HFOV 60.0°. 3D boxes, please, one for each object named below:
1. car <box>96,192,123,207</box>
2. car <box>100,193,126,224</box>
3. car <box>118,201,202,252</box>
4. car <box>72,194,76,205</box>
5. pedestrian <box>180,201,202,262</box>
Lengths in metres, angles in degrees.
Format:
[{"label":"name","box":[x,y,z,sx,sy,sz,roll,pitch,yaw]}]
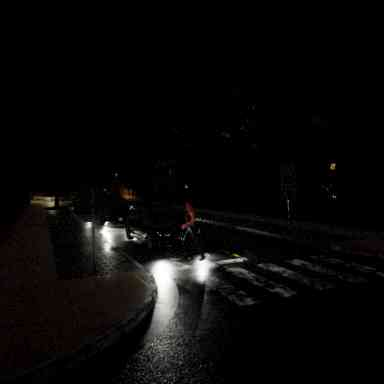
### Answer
[{"label":"car","box":[-9.779,0.823,39.067,2.033,1.411,5.357,-2,2,-24]},{"label":"car","box":[-5.145,0.998,21.667,2.097,1.767,4.553,-2,2,-24]},{"label":"car","box":[-1.325,1.301,13.334,1.837,1.490,4.892,-2,2,-26]},{"label":"car","box":[-13.221,0.881,39.603,2.033,1.411,5.357,-2,2,-24]},{"label":"pedestrian","box":[-0.028,1.155,10.013,0.375,1.860,0.375,-1,0,-24]}]
